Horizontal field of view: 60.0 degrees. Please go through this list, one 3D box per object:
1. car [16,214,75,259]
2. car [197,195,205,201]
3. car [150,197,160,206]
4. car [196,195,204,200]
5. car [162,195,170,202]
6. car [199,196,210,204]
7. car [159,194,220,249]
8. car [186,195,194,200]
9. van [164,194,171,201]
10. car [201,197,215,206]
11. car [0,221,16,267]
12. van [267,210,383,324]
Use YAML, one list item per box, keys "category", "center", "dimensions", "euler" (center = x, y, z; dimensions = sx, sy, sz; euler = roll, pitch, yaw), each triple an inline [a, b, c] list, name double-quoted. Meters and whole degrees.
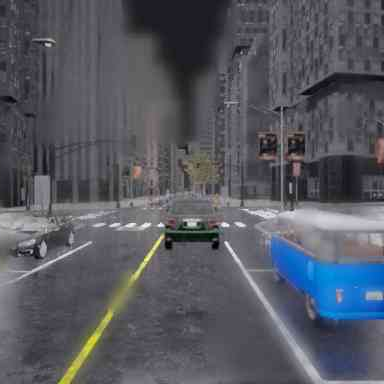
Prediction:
- category: "car"
  center: [-5.764, 1.550, 12.398]
  dimensions: [2.008, 1.369, 4.403]
  euler: [0, 0, 0]
- category: "car"
  center: [2.280, 1.549, 86.318]
  dimensions: [1.752, 1.417, 4.829]
  euler: [0, 0, -1]
- category: "car"
  center: [-5.957, 1.557, 54.581]
  dimensions: [2.008, 1.369, 4.403]
  euler: [0, 0, -1]
- category: "car"
  center: [2.233, 1.593, 91.437]
  dimensions: [1.947, 1.339, 4.313]
  euler: [0, 0, -1]
- category: "car"
  center: [-6.183, 1.544, 79.387]
  dimensions: [1.752, 1.417, 4.829]
  euler: [0, 0, -1]
- category: "car"
  center: [2.468, 1.555, 65.543]
  dimensions: [1.887, 1.381, 4.507]
  euler: [0, 0, -1]
- category: "car"
  center: [0.000, 1.258, 14.680]
  dimensions: [2.150, 2.045, 5.566]
  euler: [0, 0, 0]
- category: "car"
  center: [-0.549, 1.428, 93.819]
  dimensions: [1.994, 1.385, 4.181]
  euler: [0, 0, -1]
- category: "van"
  center: [-6.234, 1.364, 84.970]
  dimensions: [1.690, 1.788, 3.998]
  euler: [0, 0, -1]
- category: "car"
  center: [2.568, 1.557, 54.655]
  dimensions: [2.008, 1.369, 4.403]
  euler: [0, 0, -1]
- category: "car"
  center: [-5.764, 1.524, 6.715]
  dimensions: [1.752, 1.417, 4.829]
  euler: [0, 0, 0]
- category: "van"
  center: [2.761, 1.340, 6.887]
  dimensions: [1.690, 1.788, 3.998]
  euler: [0, 0, 0]
